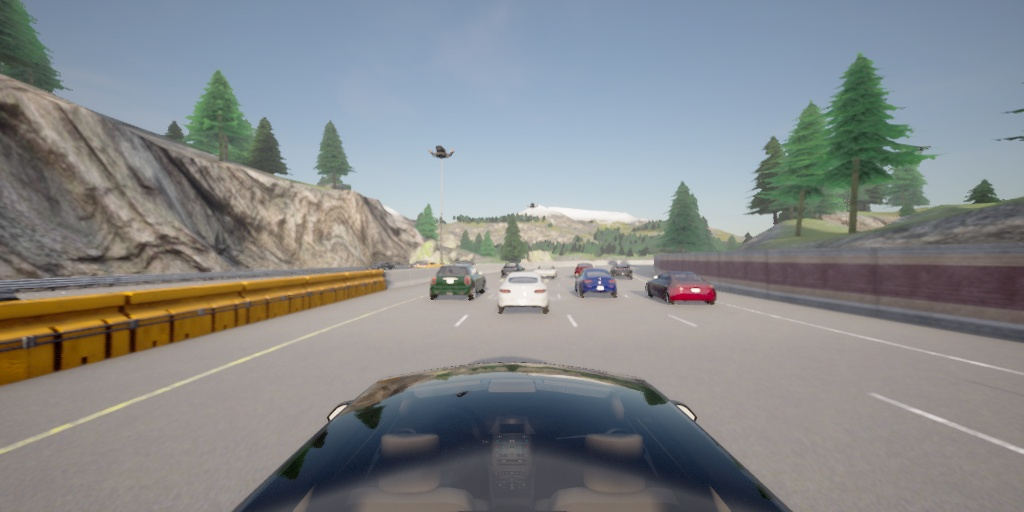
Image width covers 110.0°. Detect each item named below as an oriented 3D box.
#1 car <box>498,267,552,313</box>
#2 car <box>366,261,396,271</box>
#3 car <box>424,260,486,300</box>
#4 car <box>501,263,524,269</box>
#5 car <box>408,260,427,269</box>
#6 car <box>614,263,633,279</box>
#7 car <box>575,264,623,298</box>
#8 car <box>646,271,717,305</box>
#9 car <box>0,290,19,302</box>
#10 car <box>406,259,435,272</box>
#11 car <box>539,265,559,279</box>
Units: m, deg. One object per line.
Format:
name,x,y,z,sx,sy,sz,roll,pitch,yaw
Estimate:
car,0.485,1.344,14.223,1.812,1.442,4.674,0,0,3
car,-18.167,1.516,49.897,1.837,1.490,4.892,0,0,16
car,-2.641,1.194,18.540,2.097,1.767,4.553,0,0,5
car,0.187,1.429,36.246,2.128,1.511,4.902,0,0,12
car,-11.450,1.478,47.943,1.882,1.535,5.008,0,0,16
car,10.726,1.424,35.263,2.128,1.511,4.902,0,0,13
car,4.451,1.371,19.344,1.812,1.442,4.674,0,0,6
car,7.728,1.396,16.770,1.994,1.385,4.181,0,0,5
car,-13.971,1.285,7.433,1.837,1.490,4.892,0,0,1
car,-13.479,1.381,53.250,2.097,1.767,4.553,0,0,18
car,3.461,1.531,34.962,1.895,1.301,4.718,0,0,12
